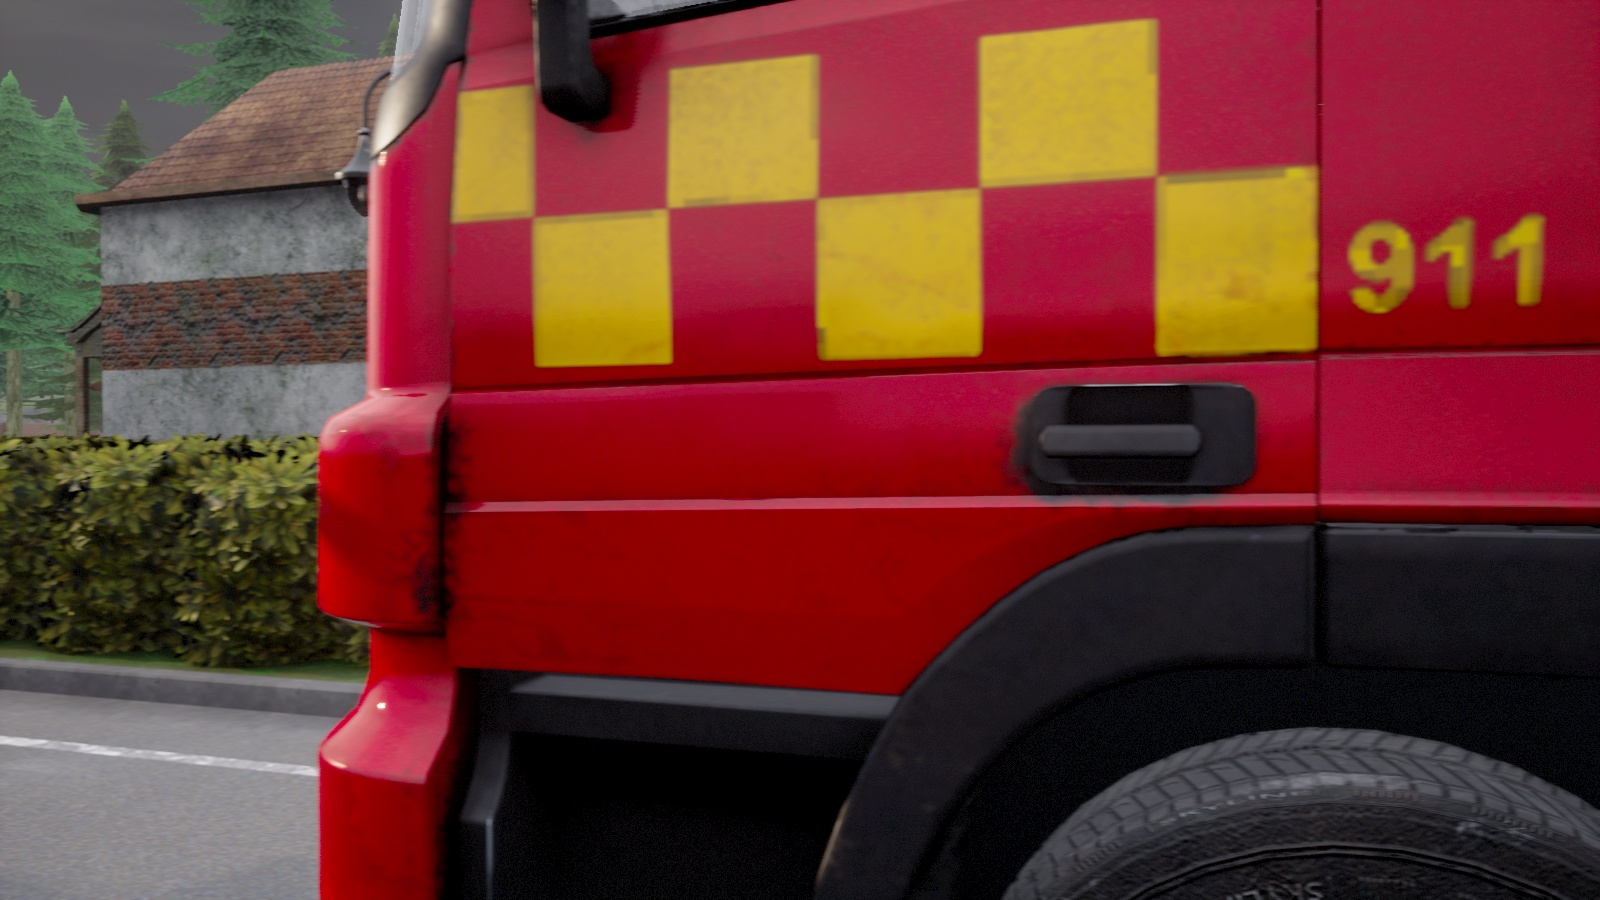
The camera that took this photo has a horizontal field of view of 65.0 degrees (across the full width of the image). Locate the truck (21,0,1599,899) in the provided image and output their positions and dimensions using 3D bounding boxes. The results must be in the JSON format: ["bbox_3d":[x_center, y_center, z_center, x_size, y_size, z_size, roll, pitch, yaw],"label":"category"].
[{"bbox_3d":[3.183,-0.360,2.105,8.468,3.827,2.891,1,1,19],"label":"truck"}]
